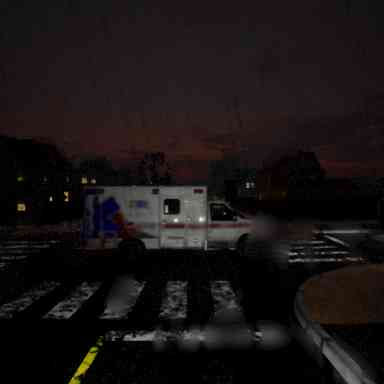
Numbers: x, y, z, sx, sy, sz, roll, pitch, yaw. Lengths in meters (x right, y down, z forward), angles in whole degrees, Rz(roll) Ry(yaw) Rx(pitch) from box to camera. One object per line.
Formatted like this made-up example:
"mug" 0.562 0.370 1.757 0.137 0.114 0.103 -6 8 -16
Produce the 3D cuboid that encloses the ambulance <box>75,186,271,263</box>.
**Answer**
"ambulance" -0.553 1.021 11.611 6.366 2.431 2.351 0 0 0
